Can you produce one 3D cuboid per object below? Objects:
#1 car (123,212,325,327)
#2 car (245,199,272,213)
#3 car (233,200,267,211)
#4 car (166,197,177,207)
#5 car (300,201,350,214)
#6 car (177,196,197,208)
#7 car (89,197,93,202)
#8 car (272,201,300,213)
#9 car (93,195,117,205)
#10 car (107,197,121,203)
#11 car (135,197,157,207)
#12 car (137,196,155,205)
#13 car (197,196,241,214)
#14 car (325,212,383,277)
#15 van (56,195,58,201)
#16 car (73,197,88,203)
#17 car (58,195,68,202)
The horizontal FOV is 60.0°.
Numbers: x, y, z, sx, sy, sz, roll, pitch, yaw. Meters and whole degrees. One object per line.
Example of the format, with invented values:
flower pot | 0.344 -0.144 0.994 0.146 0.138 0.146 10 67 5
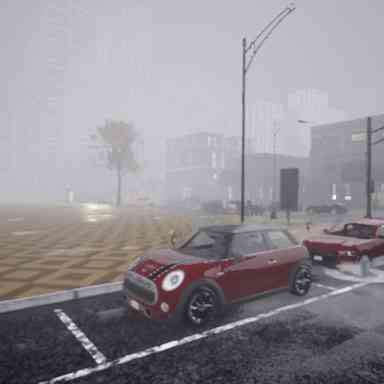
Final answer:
car | 0.634 1.430 6.957 4.097 1.590 1.967 0 1 -36
car | 5.586 1.528 34.654 1.837 1.490 4.892 1 -1 -35
car | 7.341 1.701 42.502 1.802 1.307 4.206 1 -1 -35
car | -2.856 1.642 57.075 1.967 1.590 4.097 1 -1 -35
car | 13.587 1.620 33.494 2.008 1.369 4.403 1 -1 -35
car | 0.335 1.491 52.533 2.192 1.841 5.009 1 -1 -35
car | -25.035 1.701 88.979 2.192 1.841 5.009 1 -1 -35
car | 10.464 1.660 37.999 1.947 1.339 4.313 1 -1 -35
car | -16.011 1.678 61.252 1.752 1.417 4.829 1 -1 -35
car | -18.807 1.859 79.993 1.752 1.417 4.829 1 -1 -35
car | -7.459 1.609 53.580 1.882 1.535 5.008 1 -1 -34
car | -9.222 1.694 66.168 1.967 1.590 4.097 1 -1 -35
car | 2.762 1.436 33.948 1.967 1.590 4.097 1 -1 -35
car | 5.229 1.521 10.239 4.507 1.381 1.887 0 1 -36
van | -35.084 1.654 88.764 1.690 1.788 3.998 1 -1 -35
car | -25.596 1.798 75.077 1.947 1.339 4.313 1 -1 -35
car | -31.825 1.810 84.061 1.752 1.417 4.829 1 -1 -35
